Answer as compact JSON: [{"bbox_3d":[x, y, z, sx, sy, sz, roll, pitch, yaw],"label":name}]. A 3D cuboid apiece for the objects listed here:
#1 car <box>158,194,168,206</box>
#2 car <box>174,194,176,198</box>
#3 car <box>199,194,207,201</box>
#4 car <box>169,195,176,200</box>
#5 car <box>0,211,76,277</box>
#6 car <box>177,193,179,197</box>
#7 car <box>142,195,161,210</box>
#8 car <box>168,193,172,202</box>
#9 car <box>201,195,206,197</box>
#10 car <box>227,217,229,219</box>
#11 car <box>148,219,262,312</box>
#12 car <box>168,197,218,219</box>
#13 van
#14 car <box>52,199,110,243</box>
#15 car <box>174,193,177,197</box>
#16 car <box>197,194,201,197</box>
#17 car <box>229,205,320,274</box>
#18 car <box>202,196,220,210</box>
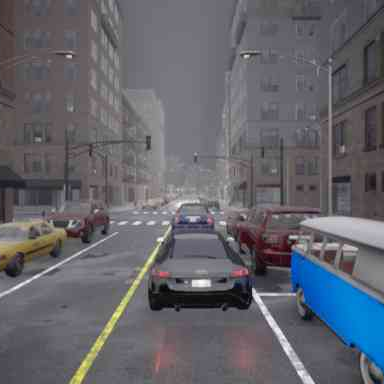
[{"bbox_3d":[-5.389,1.498,53.892,1.752,1.417,4.829,0,0,0],"label":"car"},{"bbox_3d":[-5.371,1.514,75.990,2.008,1.369,4.403,0,0,0],"label":"car"},{"bbox_3d":[2.673,1.402,81.469,1.967,1.590,4.097,0,0,0],"label":"car"},{"bbox_3d":[-5.359,1.483,92.266,1.752,1.417,4.829,0,0,0],"label":"car"},{"bbox_3d":[-5.395,1.520,10.242,1.752,1.417,4.829,0,0,0],"label":"car"},{"bbox_3d":[-5.362,1.274,86.954,2.192,1.841,5.009,0,0,0],"label":"car"},{"bbox_3d":[-5.397,1.503,42.928,1.752,1.417,4.829,0,0,0],"label":"car"},{"bbox_3d":[-5.384,1.285,59.544,2.192,1.841,5.009,0,0,0],"label":"car"},{"bbox_3d":[2.659,1.520,48.576,1.887,1.381,4.507,0,0,0],"label":"car"},{"bbox_3d":[2.645,1.574,16.087,1.802,1.307,4.206,0,0,0],"label":"car"},{"bbox_3d":[0.101,1.560,7.799,1.994,1.385,4.181,0,0,-2],"label":"car"},{"bbox_3d":[0.057,1.343,17.855,2.097,1.767,4.553,0,0,0],"label":"car"},{"bbox_3d":[2.640,1.339,4.729,1.690,1.788,3.998,0,0,0],"label":"van"},{"bbox_3d":[-5.393,1.307,16.091,2.192,1.841,5.009,0,0,0],"label":"car"},{"bbox_3d":[-5.367,1.527,81.472,1.947,1.339,4.313,0,0,0],"label":"car"},{"bbox_3d":[2.668,1.517,70.504,2.008,1.369,4.403,0,0,0],"label":"car"},{"bbox_3d":[2.643,1.310,10.407,2.192,1.841,5.009,0,0,0],"label":"car"},{"bbox_3d":[2.656,1.528,43.095,2.008,1.369,4.403,0,0,0],"label":"car"}]
